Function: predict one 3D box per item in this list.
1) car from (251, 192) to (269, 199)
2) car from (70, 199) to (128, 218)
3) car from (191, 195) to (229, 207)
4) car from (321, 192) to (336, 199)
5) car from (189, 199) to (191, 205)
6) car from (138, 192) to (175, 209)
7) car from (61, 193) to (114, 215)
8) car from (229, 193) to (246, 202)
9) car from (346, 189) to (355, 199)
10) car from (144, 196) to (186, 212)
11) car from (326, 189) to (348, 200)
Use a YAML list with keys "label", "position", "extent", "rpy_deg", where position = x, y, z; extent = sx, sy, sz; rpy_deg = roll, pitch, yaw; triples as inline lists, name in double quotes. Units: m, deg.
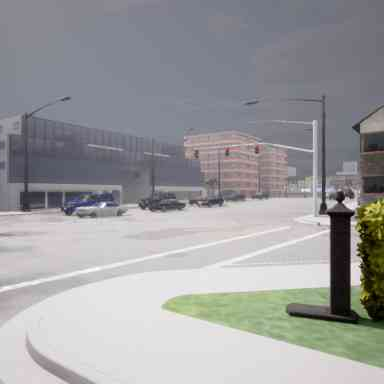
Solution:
- label: "car"
  position: [13.763, 0.733, 66.735]
  extent: [2.033, 1.411, 5.357]
  rpy_deg: [0, 0, 36]
- label: "car"
  position: [-8.043, 1.555, 29.683]
  extent: [1.895, 1.301, 4.718]
  rpy_deg: [0, 0, 35]
- label: "car"
  position: [2.487, 1.217, 44.702]
  extent: [2.128, 1.511, 4.902]
  rpy_deg: [0, 1, 35]
- label: "car"
  position: [28.679, 0.724, 69.690]
  extent: [1.812, 1.442, 4.674]
  rpy_deg: [0, -1, 35]
- label: "car"
  position: [1.468, 1.247, 49.346]
  extent: [1.895, 1.301, 4.718]
  rpy_deg: [0, 2, 35]
- label: "car"
  position: [-4.136, 1.072, 41.355]
  extent: [2.150, 2.045, 5.566]
  rpy_deg: [0, 1, 36]
- label: "car"
  position: [-10.078, 1.171, 32.882]
  extent: [2.150, 2.045, 5.566]
  rpy_deg: [0, 0, 35]
- label: "car"
  position: [7.591, 0.901, 58.053]
  extent: [2.033, 1.411, 5.357]
  rpy_deg: [0, 1, 35]
- label: "car"
  position: [31.589, 0.426, 67.746]
  extent: [2.150, 2.045, 5.566]
  rpy_deg: [0, -1, 35]
- label: "car"
  position: [-2.784, 1.493, 37.186]
  extent: [1.895, 1.301, 4.718]
  rpy_deg: [0, 1, 35]
- label: "car"
  position: [25.896, 0.685, 59.454]
  extent: [1.837, 1.490, 4.892]
  rpy_deg: [0, 0, 35]
